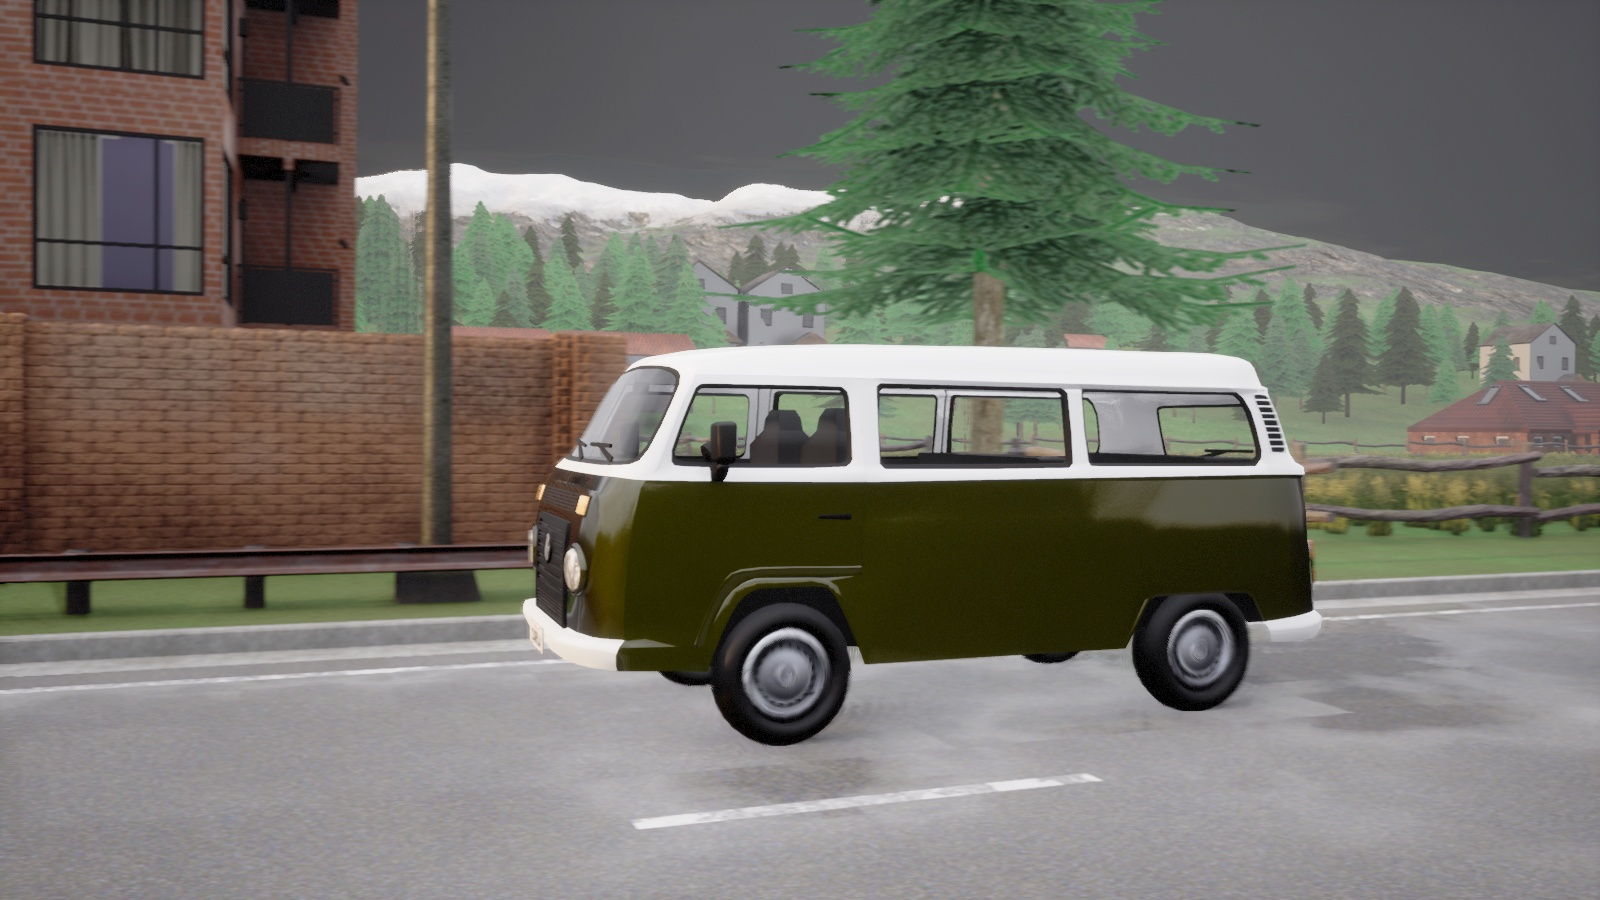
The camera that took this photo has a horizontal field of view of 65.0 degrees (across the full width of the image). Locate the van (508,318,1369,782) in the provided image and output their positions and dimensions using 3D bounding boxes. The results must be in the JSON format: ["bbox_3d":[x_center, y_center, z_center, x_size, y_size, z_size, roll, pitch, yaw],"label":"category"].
[{"bbox_3d":[0.750,0.395,7.264,4.480,2.038,2.069,-1,1,-21],"label":"van"}]
